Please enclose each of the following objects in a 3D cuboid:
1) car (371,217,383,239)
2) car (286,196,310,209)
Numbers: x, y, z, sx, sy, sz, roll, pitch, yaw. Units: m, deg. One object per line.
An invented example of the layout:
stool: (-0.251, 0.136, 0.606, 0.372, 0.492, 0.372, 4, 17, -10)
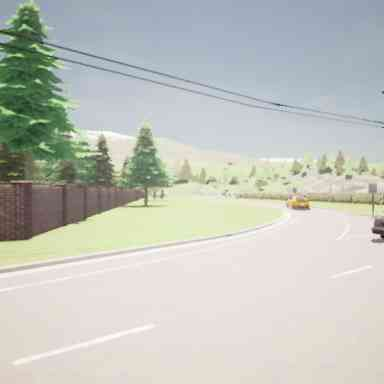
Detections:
car: (10.456, 1.445, 15.504, 5.357, 1.411, 2.033, 0, 0, -35)
car: (12.872, 1.285, 40.719, 1.882, 1.535, 5.008, 0, 0, 3)
